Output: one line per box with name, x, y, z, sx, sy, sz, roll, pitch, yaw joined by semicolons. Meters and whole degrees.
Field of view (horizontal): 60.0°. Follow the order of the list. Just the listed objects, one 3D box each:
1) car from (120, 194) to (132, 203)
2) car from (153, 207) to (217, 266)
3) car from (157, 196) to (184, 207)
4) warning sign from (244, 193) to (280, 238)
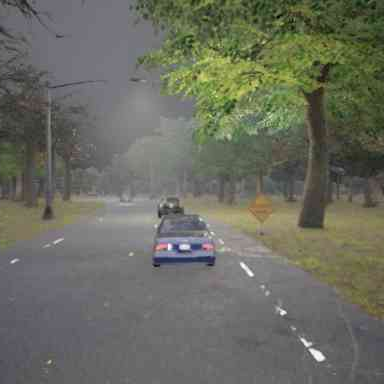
car;-11.283;1.130;57.089;2.128;1.511;4.902;0;0;-14
car;-0.309;1.445;11.085;2.033;1.411;5.357;0;0;-3
car;-1.889;1.130;28.230;2.097;1.767;4.553;0;0;-7
warning sign;3.040;0.983;14.492;1.300;1.860;1.060;0;0;-4
